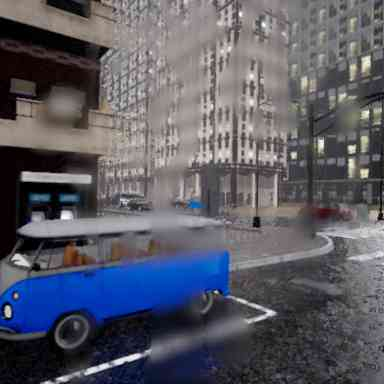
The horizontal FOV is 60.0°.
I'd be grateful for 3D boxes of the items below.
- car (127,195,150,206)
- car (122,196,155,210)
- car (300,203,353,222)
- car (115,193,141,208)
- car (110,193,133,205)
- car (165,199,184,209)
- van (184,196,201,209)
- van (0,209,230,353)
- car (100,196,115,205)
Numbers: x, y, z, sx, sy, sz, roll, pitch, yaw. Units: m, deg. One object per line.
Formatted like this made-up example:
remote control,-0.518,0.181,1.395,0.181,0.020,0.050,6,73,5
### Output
car,-9.189,1.463,56.883,2.097,1.767,4.553,2,-1,-35
car,-5.618,1.482,36.683,2.008,1.369,4.403,2,-1,-35
car,11.037,1.586,27.737,1.967,1.590,4.097,2,-1,-35
car,-7.848,1.201,44.320,2.150,2.045,5.566,2,-1,-35
car,-13.286,1.331,62.632,2.150,2.045,5.566,2,-1,-35
car,-2.068,1.666,46.143,2.008,1.369,4.403,2,-1,-35
van,1.212,1.463,41.543,1.690,1.788,3.998,2,-1,-35
van,-1.168,1.350,5.875,3.998,1.788,1.690,0,1,-36
car,-14.772,1.582,59.352,2.033,1.411,5.357,2,-1,-35
